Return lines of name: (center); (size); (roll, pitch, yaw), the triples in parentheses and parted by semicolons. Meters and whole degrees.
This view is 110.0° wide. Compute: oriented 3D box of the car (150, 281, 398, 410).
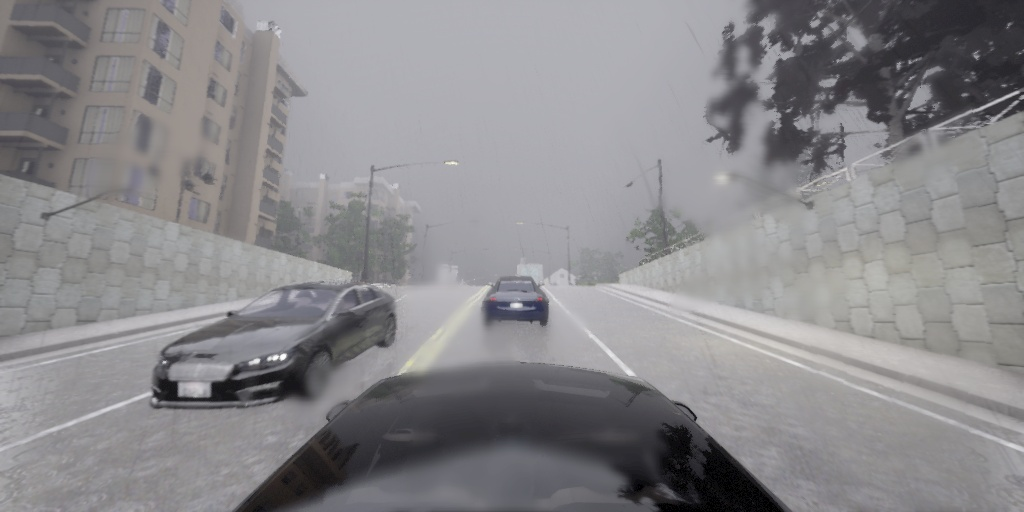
car: (-3.582, 1.254, 6.508); (2.128, 1.511, 4.902); (0, 0, 0)

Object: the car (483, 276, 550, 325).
car: (0.129, 1.340, 11.912); (1.994, 1.385, 4.181); (0, 0, 0)

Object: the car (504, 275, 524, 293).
car: (0.205, 2.785, 34.818); (1.812, 1.442, 4.674); (0, -9, 0)
